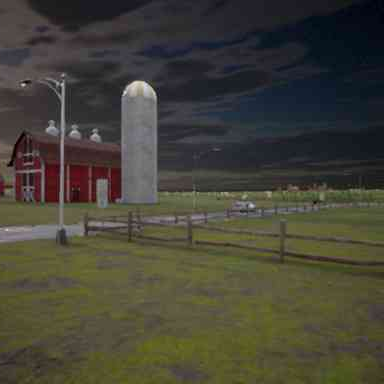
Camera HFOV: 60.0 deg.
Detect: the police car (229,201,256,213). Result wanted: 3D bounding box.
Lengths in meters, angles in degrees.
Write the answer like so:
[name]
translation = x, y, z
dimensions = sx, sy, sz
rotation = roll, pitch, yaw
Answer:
[police car]
translation = 6.451, 1.946, 43.021
dimensions = 2.038, 1.542, 4.974
rotation = 0, -1, 35
